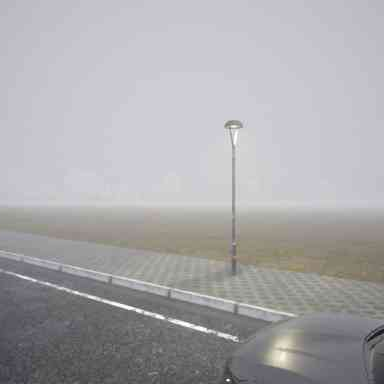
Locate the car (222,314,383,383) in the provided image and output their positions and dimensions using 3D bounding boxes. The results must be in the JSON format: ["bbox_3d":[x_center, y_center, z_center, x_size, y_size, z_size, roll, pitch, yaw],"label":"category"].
[{"bbox_3d":[2.470,1.506,1.941,4.892,1.490,1.837,0,0,36],"label":"car"}]
